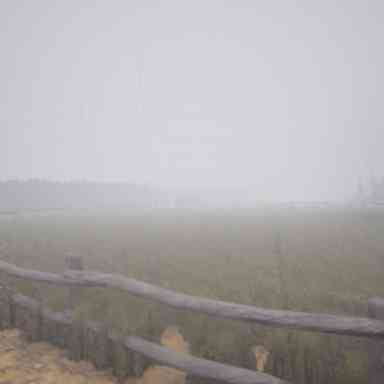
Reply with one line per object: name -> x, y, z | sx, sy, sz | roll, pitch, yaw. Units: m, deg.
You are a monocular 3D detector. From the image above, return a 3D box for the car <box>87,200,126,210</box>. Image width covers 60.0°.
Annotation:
car -> -9.900, 1.734, 38.547 | 2.128, 1.511, 4.902 | -1, 0, 36

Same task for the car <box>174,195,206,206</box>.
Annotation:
car -> -0.201, 1.441, 46.765 | 2.150, 2.045, 5.566 | -1, 0, 35
